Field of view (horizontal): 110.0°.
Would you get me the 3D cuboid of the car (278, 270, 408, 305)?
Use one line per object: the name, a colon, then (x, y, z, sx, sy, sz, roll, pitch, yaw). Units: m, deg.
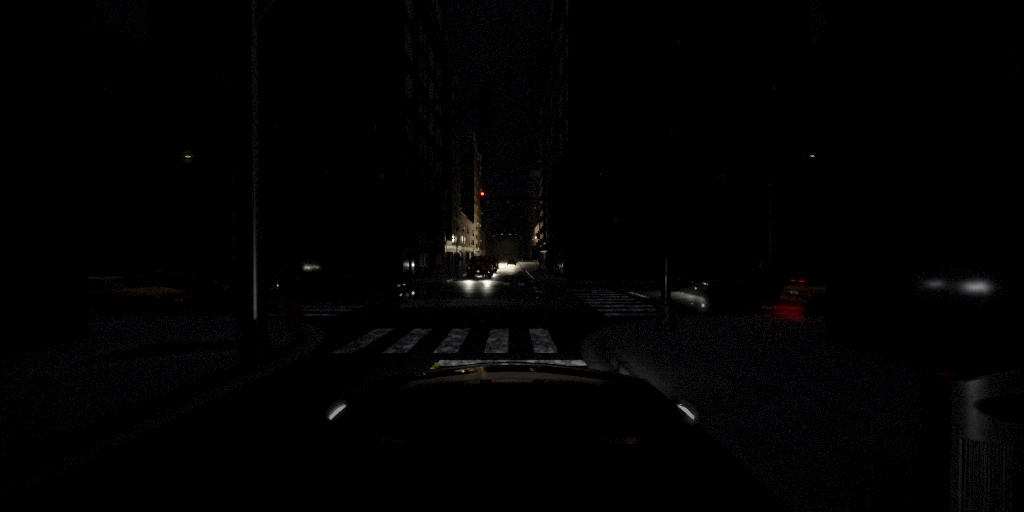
car: (-7.009, 1.362, 15.455, 4.718, 1.301, 1.895, 0, 0, 0)

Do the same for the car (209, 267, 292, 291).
car: (-14.569, 1.307, 20.942, 4.313, 1.339, 1.948, 0, 0, 0)

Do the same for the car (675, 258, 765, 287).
car: (12.314, 1.032, 20.958, 5.009, 1.841, 2.192, 0, 0, 0)

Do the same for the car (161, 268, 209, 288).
car: (-19.982, 1.327, 20.939, 4.207, 1.307, 1.802, 0, 0, 0)

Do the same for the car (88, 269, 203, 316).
car: (-14.403, 1.304, 12.917, 4.829, 1.417, 1.751, 0, 0, 0)

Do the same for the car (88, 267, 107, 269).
car: (-25.395, 1.315, 20.935, 4.313, 1.339, 1.948, 0, 0, 0)

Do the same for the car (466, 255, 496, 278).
car: (-2.911, 0.963, 33.524, 2.150, 2.045, 5.566, 0, 0, 0)

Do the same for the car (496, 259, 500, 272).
car: (-2.929, 0.956, 43.913, 2.150, 2.045, 5.566, 0, 0, 0)

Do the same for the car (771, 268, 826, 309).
car: (12.480, 1.280, 12.933, 4.829, 1.417, 1.751, 0, 0, 0)

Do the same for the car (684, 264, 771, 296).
car: (12.134, 1.277, 18.382, 5.357, 1.411, 2.033, 0, 0, 3)
